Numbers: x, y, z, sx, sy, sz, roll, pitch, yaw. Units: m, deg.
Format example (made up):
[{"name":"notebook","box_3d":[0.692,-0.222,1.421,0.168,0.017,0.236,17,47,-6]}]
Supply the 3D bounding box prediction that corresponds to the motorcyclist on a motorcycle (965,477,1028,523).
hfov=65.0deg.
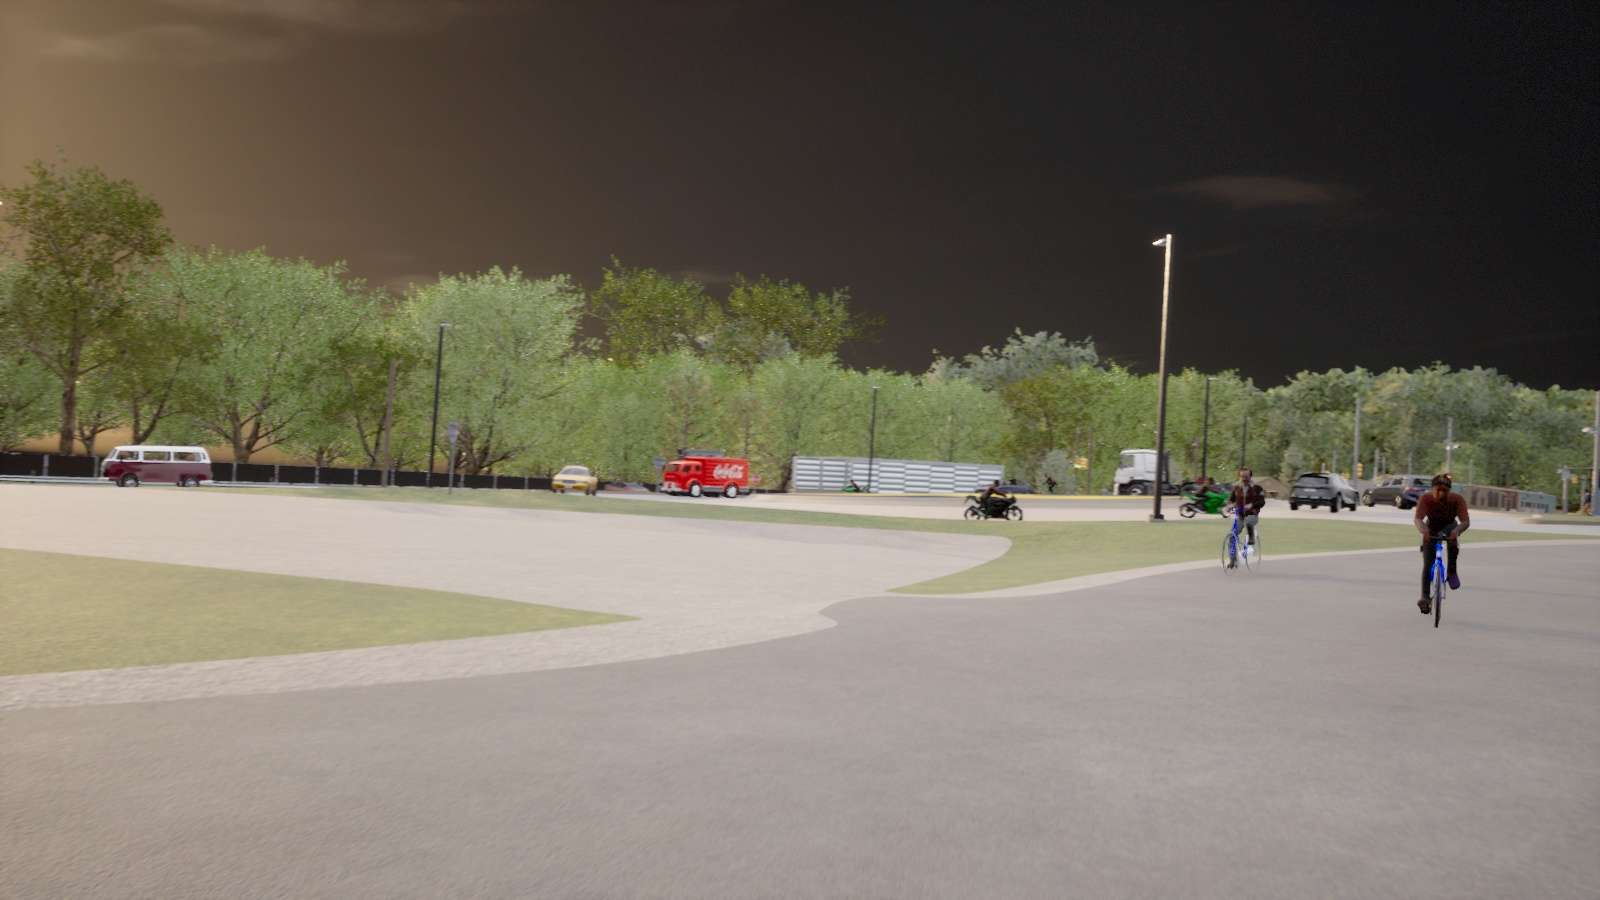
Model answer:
[{"name":"motorcyclist on a motorcycle","box_3d":[6.692,1.698,42.744,2.044,1.523,0.797,-1,-3,12]}]

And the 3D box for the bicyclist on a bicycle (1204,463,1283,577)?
[{"name":"bicyclist on a bicycle","box_3d":[7.286,1.122,20.581,0.659,1.776,1.843,-1,-2,38]}]

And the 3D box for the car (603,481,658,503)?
[{"name":"car","box_3d":[-13.088,3.260,96.825,2.007,1.525,4.514,2,-1,-42]}]

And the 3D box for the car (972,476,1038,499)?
[{"name":"car","box_3d":[13.728,2.519,83.981,4.193,1.474,1.816,1,-3,-32]}]

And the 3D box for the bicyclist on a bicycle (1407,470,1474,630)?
[{"name":"bicyclist on a bicycle","box_3d":[6.992,1.043,13.687,0.582,1.620,1.656,1,-1,28]}]

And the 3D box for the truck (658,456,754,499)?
[{"name":"truck","box_3d":[-5.703,1.703,76.518,5.204,2.467,2.627,2,-1,-42]}]

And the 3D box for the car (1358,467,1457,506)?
[{"name":"car","box_3d":[28.989,1.717,60.116,2.242,1.667,4.611,4,-1,-3]}]

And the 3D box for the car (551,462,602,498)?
[{"name":"car","box_3d":[-10.933,1.514,61.790,1.801,1.575,5.366,3,-2,-4]}]

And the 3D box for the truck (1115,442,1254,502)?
[{"name":"truck","box_3d":[23.751,1.417,77.930,2.891,3.462,7.936,4,-4,-39]}]

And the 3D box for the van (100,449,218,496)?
[{"name":"van","box_3d":[-28.898,1.052,56.678,4.480,2.038,2.069,2,-2,-35]}]

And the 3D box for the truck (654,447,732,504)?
[{"name":"truck","box_3d":[-7.620,1.884,88.298,2.891,3.462,7.936,1,-5,-25]}]

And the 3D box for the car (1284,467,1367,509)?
[{"name":"car","box_3d":[22.297,1.577,53.159,2.033,1.649,4.856,2,0,37]}]

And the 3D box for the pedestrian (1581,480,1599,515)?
[{"name":"pedestrian","box_3d":[44.106,2.653,70.092,0.788,1.949,0.423,1,-3,40]}]

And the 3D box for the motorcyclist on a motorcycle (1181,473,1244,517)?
[{"name":"motorcyclist on a motorcycle","box_3d":[14.777,1.603,44.988,2.044,1.523,0.797,-2,-1,23]}]
